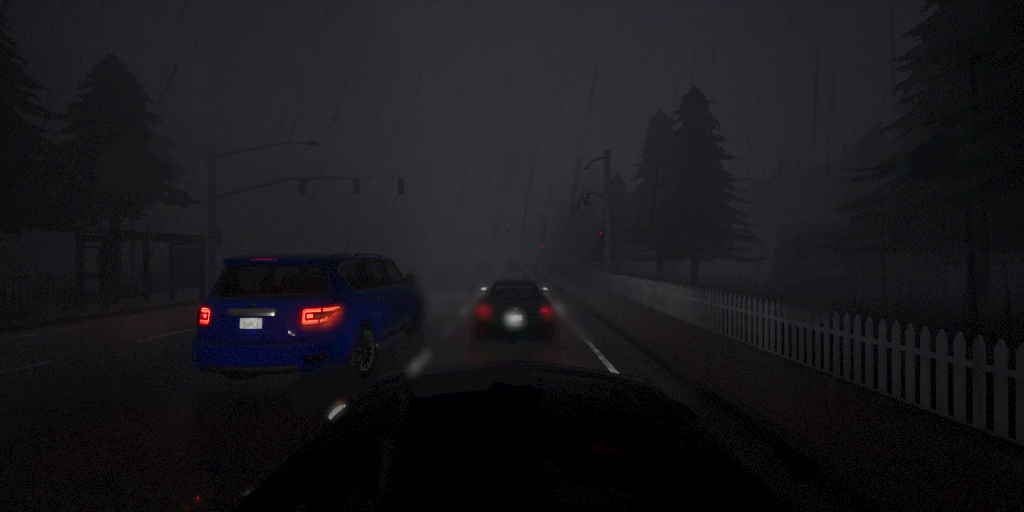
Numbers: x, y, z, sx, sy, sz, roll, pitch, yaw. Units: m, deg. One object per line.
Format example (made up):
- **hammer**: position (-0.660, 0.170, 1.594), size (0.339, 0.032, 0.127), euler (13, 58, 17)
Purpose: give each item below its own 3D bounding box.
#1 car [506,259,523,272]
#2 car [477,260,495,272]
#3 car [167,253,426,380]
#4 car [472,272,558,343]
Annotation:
- **car**: position (0.282, 1.103, 44.818), size (2.097, 1.767, 4.553), euler (0, 0, 0)
- **car**: position (-3.220, 1.244, 44.493), size (2.128, 1.511, 4.902), euler (0, 0, 0)
- **car**: position (-3.403, 0.972, 7.385), size (2.150, 2.045, 5.566), euler (0, 0, 0)
- **car**: position (0.091, 1.314, 9.664), size (1.994, 1.385, 4.181), euler (0, 0, 1)
